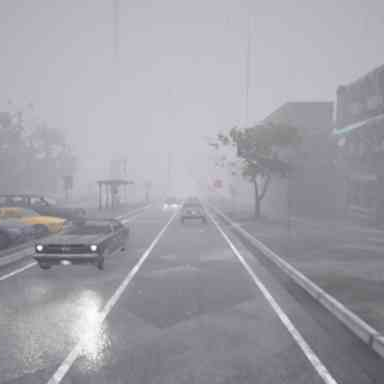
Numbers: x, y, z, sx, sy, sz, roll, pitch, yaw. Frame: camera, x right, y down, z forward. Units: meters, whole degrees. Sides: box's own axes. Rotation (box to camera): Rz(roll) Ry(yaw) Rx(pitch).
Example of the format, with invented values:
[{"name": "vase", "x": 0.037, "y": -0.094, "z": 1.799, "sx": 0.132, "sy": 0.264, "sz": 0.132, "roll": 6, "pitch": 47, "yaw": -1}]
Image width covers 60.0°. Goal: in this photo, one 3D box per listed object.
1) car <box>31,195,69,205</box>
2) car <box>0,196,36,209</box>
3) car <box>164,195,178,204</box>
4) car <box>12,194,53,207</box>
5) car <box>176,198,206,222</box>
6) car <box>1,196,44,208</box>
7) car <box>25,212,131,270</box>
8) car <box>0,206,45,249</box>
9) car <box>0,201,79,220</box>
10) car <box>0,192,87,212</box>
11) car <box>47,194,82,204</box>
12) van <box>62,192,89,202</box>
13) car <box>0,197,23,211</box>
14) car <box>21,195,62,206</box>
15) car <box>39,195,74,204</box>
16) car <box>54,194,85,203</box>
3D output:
[{"name": "car", "x": -22.090, "y": 1.205, "z": 51.781, "sx": 4.892, "sy": 1.521, "sz": 2.231, "roll": 0, "pitch": 0, "yaw": 0}, {"name": "car", "x": -22.079, "y": 1.269, "z": 40.679, "sx": 5.008, "sy": 1.535, "sz": 2.097, "roll": 0, "pitch": 0, "yaw": 0}, {"name": "car", "x": -3.308, "y": 1.211, "z": 52.645, "sx": 1.895, "sy": 1.301, "sz": 4.718, "roll": 0, "pitch": 1, "yaw": 0}, {"name": "car", "x": -22.121, "y": 1.111, "z": 46.229, "sx": 4.553, "sy": 1.767, "sz": 2.185, "roll": 0, "pitch": 0, "yaw": 0}, {"name": "car", "x": 0.104, "y": 1.432, "z": 24.915, "sx": 2.033, "sy": 1.411, "sz": 5.357, "roll": 0, "pitch": 0, "yaw": 0}, {"name": "car", "x": -22.084, "y": 1.293, "z": 43.455, "sx": 4.674, "sy": 1.452, "sz": 2.002, "roll": 0, "pitch": 0, "yaw": 0}, {"name": "car", "x": -3.347, "y": 1.560, "z": 11.026, "sx": 1.895, "sy": 1.301, "sz": 4.718, "roll": 0, "pitch": 0, "yaw": 0}, {"name": "car", "x": -8.977, "y": 1.479, "z": 13.753, "sx": 4.674, "sy": 1.452, "sz": 2.002, "roll": 0, "pitch": 0, "yaw": 0}, {"name": "car", "x": -8.792, "y": 1.418, "z": 16.556, "sx": 5.366, "sy": 1.575, "sz": 1.946, "roll": 0, "pitch": 0, "yaw": 0}, {"name": "car", "x": -8.952, "y": 1.152, "z": 19.358, "sx": 5.566, "sy": 2.045, "sz": 2.435, "roll": 0, "pitch": 0, "yaw": 0}, {"name": "car", "x": -21.916, "y": 1.169, "z": 57.330, "sx": 5.366, "sy": 1.575, "sz": 1.946, "roll": 0, "pitch": 0, "yaw": 0}, {"name": "van", "x": -21.991, "y": 0.916, "z": 62.879, "sx": 4.442, "sy": 1.987, "sz": 1.878, "roll": 0, "pitch": 0, "yaw": 0}, {"name": "car", "x": -22.077, "y": 1.327, "z": 37.902, "sx": 4.674, "sy": 1.452, "sz": 2.002, "roll": 0, "pitch": 0, "yaw": 0}, {"name": "car", "x": -22.099, "y": 1.220, "z": 49.006, "sx": 5.008, "sy": 1.535, "sz": 2.097, "roll": 0, "pitch": 0, "yaw": 0}, {"name": "car", "x": -22.128, "y": 1.217, "z": 54.556, "sx": 4.792, "sy": 1.488, "sz": 2.163, "roll": 0, "pitch": 0, "yaw": 0}, {"name": "car", "x": -22.135, "y": 1.186, "z": 60.107, "sx": 4.792, "sy": 1.488, "sz": 2.163, "roll": 0, "pitch": 0, "yaw": 0}]
